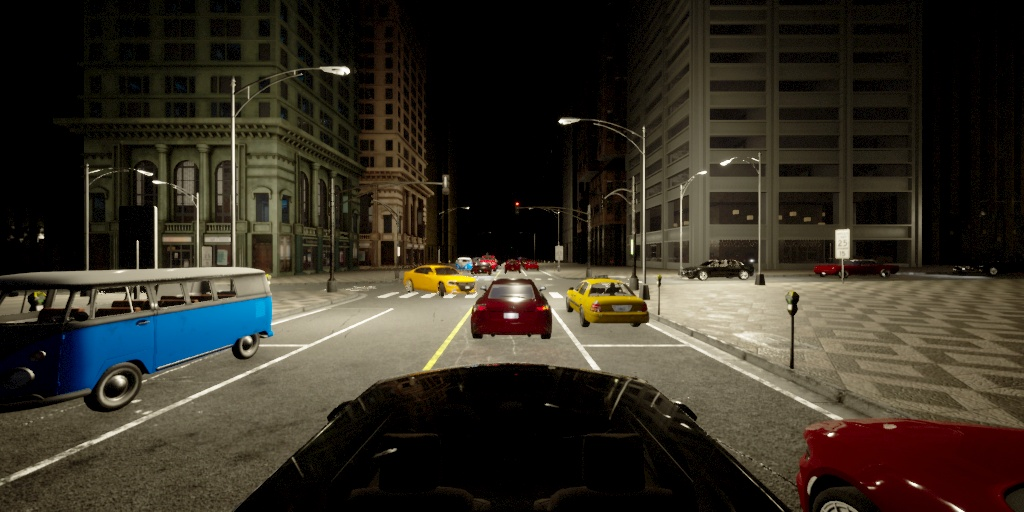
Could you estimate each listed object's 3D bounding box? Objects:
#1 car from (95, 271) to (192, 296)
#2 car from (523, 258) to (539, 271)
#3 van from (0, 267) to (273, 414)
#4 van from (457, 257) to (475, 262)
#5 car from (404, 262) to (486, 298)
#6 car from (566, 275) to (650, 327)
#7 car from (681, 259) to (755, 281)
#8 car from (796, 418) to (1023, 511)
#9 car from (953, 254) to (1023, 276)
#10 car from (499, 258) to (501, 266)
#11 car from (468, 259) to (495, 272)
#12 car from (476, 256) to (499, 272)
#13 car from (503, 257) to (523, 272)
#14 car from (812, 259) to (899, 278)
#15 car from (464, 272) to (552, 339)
[{"bbox_3d":[-23.412,1.703,22.906,4.181,1.385,1.994,-1,0,0],"label":"car"},{"bbox_3d":[2.717,1.316,49.237,1.888,1.381,4.507,0,0,0],"label":"car"},{"bbox_3d":[-5.767,1.091,5.735,1.690,1.789,3.998,0,0,0],"label":"van"},{"bbox_3d":[-5.832,1.107,43.719,1.690,1.789,3.998,0,0,0],"label":"van"},{"bbox_3d":[-3.830,1.226,18.949,1.882,1.535,5.008,3,-2,-44],"label":"car"},{"bbox_3d":[2.757,1.277,11.314,1.751,1.417,4.829,0,0,0],"label":"car"},{"bbox_3d":[14.880,0.976,26.015,4.892,1.490,1.837,-1,0,0],"label":"car"},{"bbox_3d":[2.765,1.295,0.564,1.888,1.381,4.507,0,0,0],"label":"car"},{"bbox_3d":[35.131,0.642,25.956,4.892,1.490,1.837,-1,0,0],"label":"car"},{"bbox_3d":[-3.157,1.379,57.558,1.895,1.301,4.718,0,0,0],"label":"car"},{"bbox_3d":[-3.138,1.326,37.825,1.994,1.385,4.181,0,0,1],"label":"car"},{"bbox_3d":[-3.161,0.990,47.452,2.150,2.045,5.566,0,0,-1],"label":"car"},{"bbox_3d":[0.067,1.244,44.216,1.882,1.535,5.008,0,0,0],"label":"car"},{"bbox_3d":[24.799,0.906,25.989,4.718,1.301,1.895,-1,0,0],"label":"car"},{"bbox_3d":[0.023,1.315,10.081,1.994,1.385,4.181,0,0,1],"label":"car"}]
